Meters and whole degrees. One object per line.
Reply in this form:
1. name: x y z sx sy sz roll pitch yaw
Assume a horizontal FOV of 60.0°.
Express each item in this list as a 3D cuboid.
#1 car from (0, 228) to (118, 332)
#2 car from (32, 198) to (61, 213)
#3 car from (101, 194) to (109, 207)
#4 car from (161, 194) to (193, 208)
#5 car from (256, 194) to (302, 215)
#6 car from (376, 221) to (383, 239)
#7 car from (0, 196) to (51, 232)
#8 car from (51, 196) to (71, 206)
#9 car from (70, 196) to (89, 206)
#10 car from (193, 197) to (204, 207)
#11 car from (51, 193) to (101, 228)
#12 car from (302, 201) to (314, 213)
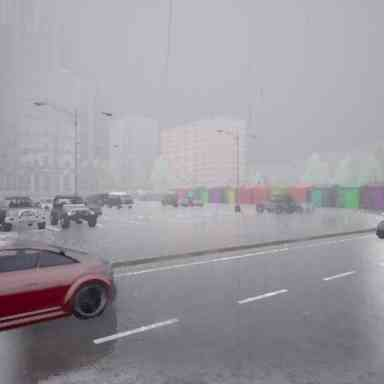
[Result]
1. car: -3.449 1.565 5.740 4.181 1.385 1.994 0 0 -37
2. car: -15.817 1.399 36.063 1.970 1.475 3.806 0 0 -37
3. car: -15.941 1.162 54.992 1.932 1.855 4.605 0 0 -37
4. car: -2.413 1.164 46.352 1.932 1.855 4.605 0 0 -37
5. car: 8.198 1.168 32.410 1.905 1.878 3.866 0 0 -37
6. car: 10.705 1.572 16.027 4.181 1.385 1.994 0 0 -36
7. car: -9.748 1.155 18.808 1.932 1.855 4.605 0 0 -37
8. car: -20.354 1.401 51.579 1.970 1.475 3.806 0 0 -37
9. car: -18.048 1.371 53.329 1.784 1.438 3.905 0 0 -37
10. car: -0.067 1.376 48.052 1.784 1.438 3.905 0 0 -37
11. car: -7.410 1.159 20.515 1.905 1.878 3.866 0 0 -37
12. car: 10.510 1.408 34.152 1.970 1.475 3.806 0 0 -37
